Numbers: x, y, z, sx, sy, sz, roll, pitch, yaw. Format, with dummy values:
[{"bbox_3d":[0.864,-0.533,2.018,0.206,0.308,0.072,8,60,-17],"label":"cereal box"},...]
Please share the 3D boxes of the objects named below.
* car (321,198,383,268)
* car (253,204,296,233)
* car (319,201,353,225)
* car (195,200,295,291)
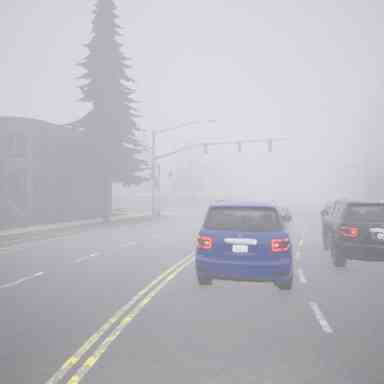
[{"bbox_3d":[5.688,1.223,11.101,2.150,2.045,5.566,0,0,17],"label":"car"},{"bbox_3d":[5.366,1.549,21.036,2.033,1.411,5.357,0,0,21],"label":"car"},{"bbox_3d":[10.842,1.493,25.086,2.128,1.511,4.902,0,0,23],"label":"car"},{"bbox_3d":[1.575,1.224,9.330,2.150,2.045,5.566,0,0,13],"label":"car"}]
